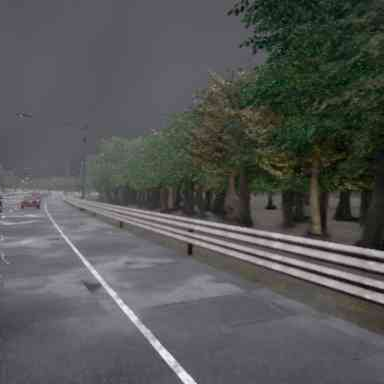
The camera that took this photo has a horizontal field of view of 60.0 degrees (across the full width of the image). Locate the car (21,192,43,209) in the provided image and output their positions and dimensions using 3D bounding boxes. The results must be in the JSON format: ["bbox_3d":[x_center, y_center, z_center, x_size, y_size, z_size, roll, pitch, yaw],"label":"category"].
[{"bbox_3d":[-19.825,1.168,40.967,2.097,1.767,4.553,2,-1,-25],"label":"car"}]

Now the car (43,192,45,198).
[{"bbox_3d":[-28.712,0.967,60.950,2.150,2.045,5.566,2,-1,-23],"label":"car"}]

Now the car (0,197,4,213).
[{"bbox_3d":[-18.864,0.977,30.792,2.150,2.045,5.566,2,0,-25],"label":"car"}]
